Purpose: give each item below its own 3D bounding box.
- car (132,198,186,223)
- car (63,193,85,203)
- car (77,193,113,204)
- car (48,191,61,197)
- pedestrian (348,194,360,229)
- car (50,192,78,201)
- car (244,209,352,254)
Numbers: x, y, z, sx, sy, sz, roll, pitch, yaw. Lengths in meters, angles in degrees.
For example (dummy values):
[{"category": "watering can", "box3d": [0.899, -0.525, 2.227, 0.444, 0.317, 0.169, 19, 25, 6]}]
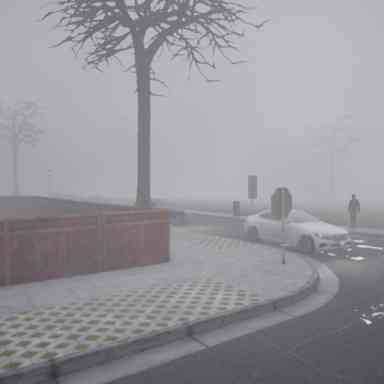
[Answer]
[{"category": "car", "box3d": [-2.312, 1.202, 22.538, 1.882, 1.535, 5.008, 0, 1, -36]}, {"category": "car", "box3d": [-17.065, 0.818, 47.953, 1.994, 1.385, 4.181, 0, 1, -35]}, {"category": "car", "box3d": [-9.177, 1.067, 32.045, 1.812, 1.442, 4.674, 0, 1, -36]}, {"category": "car", "box3d": [-22.950, 0.596, 56.104, 1.837, 1.490, 4.892, 0, 1, -36]}, {"category": "pedestrian", "box3d": [8.519, 0.999, 17.561, 0.375, 1.860, 0.375, 1, 0, -36]}, {"category": "car", "box3d": [-15.738, 0.966, 41.176, 1.895, 1.301, 4.718, 0, 1, -35]}, {"category": "car", "box3d": [3.971, 1.421, 13.316, 1.812, 1.442, 4.674, 0, 1, -30]}]
